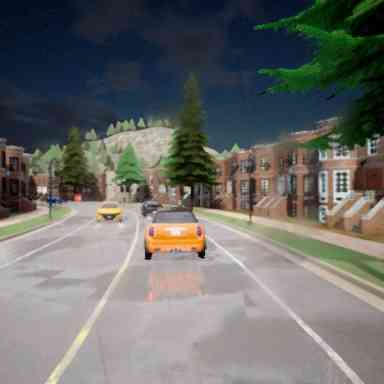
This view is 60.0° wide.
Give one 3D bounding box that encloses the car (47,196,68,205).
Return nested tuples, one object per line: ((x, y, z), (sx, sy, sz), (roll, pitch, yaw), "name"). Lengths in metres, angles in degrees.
((-25.371, 1.585, 62.635), (5.008, 1.535, 1.882), (0, 0, 40), "car")

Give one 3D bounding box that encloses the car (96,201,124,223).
((-6.484, 1.514, 26.407), (1.882, 1.535, 5.008), (0, 0, -12), "car")

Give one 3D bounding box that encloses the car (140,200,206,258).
((-0.721, 1.363, 12.994), (2.097, 1.767, 4.553), (0, 0, -5), "car")

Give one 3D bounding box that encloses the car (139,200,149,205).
((-3.911, 1.539, 31.857), (1.837, 1.490, 4.892), (0, 0, -13), "car")
